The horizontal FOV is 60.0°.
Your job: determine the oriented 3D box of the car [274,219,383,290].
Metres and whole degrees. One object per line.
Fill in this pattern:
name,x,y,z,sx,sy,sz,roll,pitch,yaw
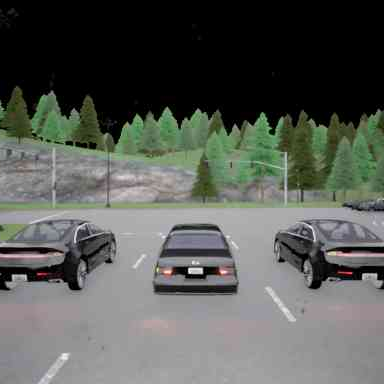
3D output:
car,3.600,1.491,9.113,2.128,1.511,4.902,0,0,1

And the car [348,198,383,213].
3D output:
car,20.575,1.547,36.609,5.357,1.411,2.033,0,0,-1

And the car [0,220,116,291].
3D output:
car,-3.401,1.491,9.019,2.128,1.511,4.902,0,0,0

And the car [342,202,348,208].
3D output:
car,22.644,1.547,43.656,5.357,1.411,2.033,0,0,-1

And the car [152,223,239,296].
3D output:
car,0.099,1.547,8.837,2.033,1.411,5.357,0,0,1

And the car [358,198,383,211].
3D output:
car,22.822,1.525,40.153,4.674,1.442,1.812,0,0,-1
